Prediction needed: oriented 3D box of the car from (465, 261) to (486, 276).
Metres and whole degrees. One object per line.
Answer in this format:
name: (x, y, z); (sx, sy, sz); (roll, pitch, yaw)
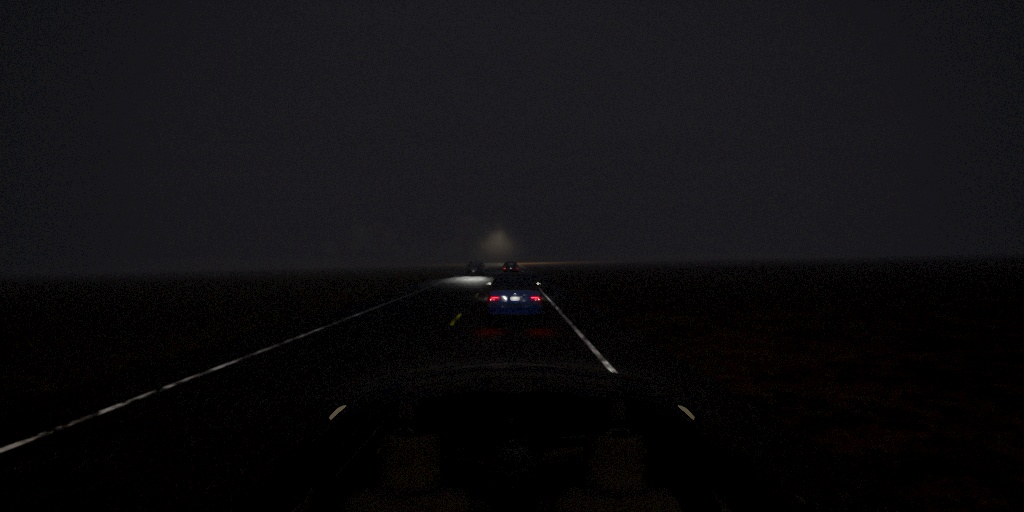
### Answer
car: (-3.831, 1.263, 37.946); (2.128, 1.511, 4.902); (0, 0, -1)

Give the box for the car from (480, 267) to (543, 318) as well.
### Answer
car: (0.075, 1.300, 13.019); (2.033, 1.411, 5.357); (0, 0, 0)

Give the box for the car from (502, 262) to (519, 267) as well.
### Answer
car: (-0.151, 1.318, 39.135); (2.033, 1.411, 5.357); (0, 0, -1)
